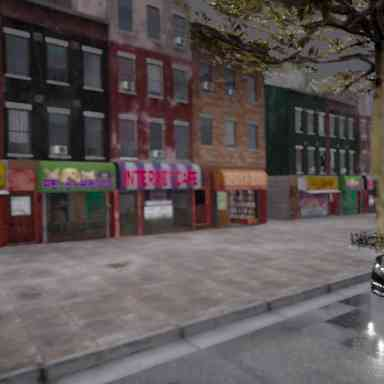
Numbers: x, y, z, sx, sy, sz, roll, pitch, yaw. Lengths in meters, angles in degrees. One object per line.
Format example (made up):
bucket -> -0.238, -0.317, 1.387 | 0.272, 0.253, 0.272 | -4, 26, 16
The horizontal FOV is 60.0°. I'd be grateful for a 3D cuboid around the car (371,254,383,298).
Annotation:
car -> 5.792, 1.460, 7.253 | 4.902, 1.511, 2.128 | 0, 0, -36
